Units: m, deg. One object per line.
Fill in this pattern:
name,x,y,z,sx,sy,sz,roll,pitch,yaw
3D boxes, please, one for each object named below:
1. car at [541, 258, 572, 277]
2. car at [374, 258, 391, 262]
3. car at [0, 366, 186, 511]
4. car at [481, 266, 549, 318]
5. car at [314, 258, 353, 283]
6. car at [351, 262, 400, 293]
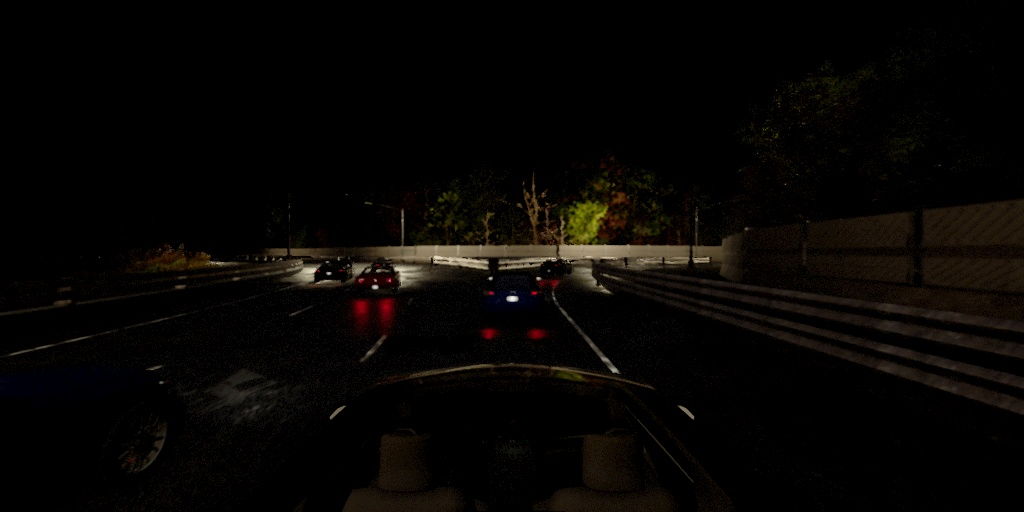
car,3.825,0.946,30.650,2.128,1.511,4.902,0,1,22
car,-13.686,0.938,37.909,2.033,1.411,5.357,0,1,-25
car,-4.006,1.280,1.537,1.812,1.442,4.674,0,0,-5
car,0.100,1.204,12.514,1.994,1.385,4.181,0,1,2
car,-12.525,1.081,25.309,1.994,1.385,4.181,0,1,-17
car,-7.056,1.177,19.231,1.895,1.301,4.718,0,1,-14
